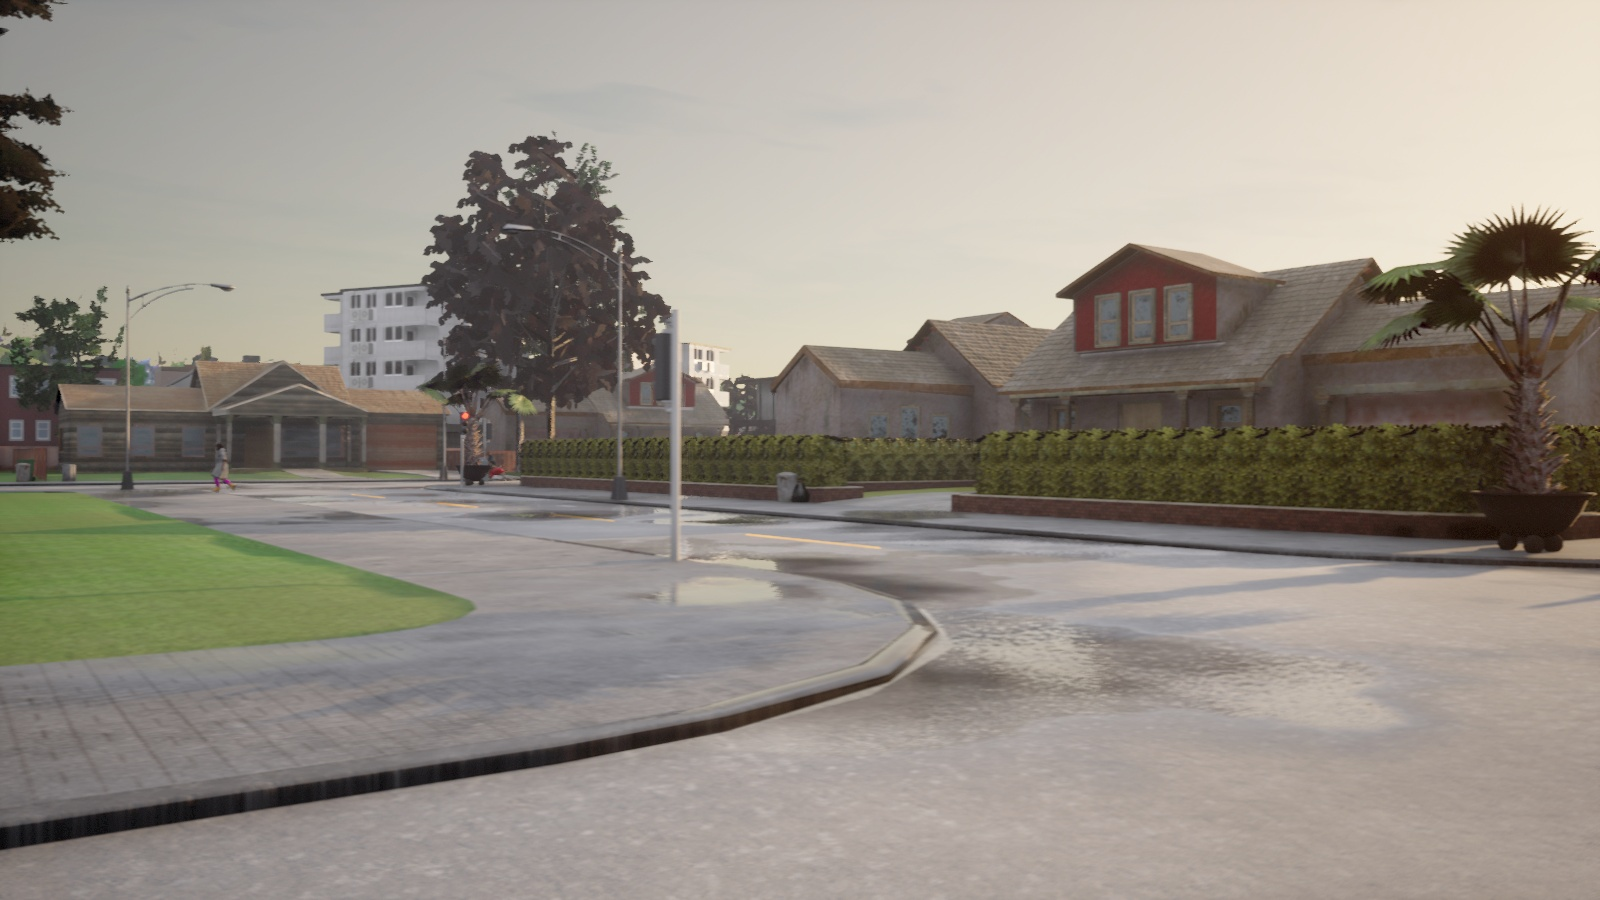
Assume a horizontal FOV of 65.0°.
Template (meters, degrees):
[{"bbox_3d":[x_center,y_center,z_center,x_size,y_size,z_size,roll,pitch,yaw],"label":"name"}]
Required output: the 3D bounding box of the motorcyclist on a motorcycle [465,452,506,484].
[{"bbox_3d":[-15.855,0.890,63.333,1.817,1.590,0.866,0,0,-35],"label":"motorcyclist on a motorcycle"}]

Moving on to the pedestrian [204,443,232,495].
[{"bbox_3d":[-21.713,0.707,46.868,0.873,1.952,0.659,0,0,-15],"label":"pedestrian"}]
